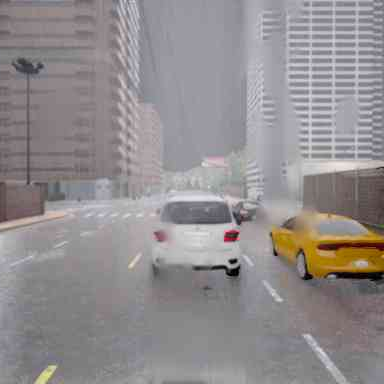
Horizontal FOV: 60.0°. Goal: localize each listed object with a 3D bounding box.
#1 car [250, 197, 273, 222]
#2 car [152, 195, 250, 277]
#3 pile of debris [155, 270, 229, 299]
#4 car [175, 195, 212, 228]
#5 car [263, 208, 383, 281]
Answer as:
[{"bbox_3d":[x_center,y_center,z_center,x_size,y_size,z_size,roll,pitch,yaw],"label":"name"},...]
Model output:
[{"bbox_3d":[3.580,1.279,21.097,1.812,1.442,4.674,0,1,0],"label":"car"},{"bbox_3d":[0.096,1.105,9.954,2.150,2.045,5.566,0,1,0],"label":"car"},{"bbox_3d":[-0.006,2.085,7.648,1.500,0.140,1.860,0,1,0],"label":"pile of debris"},{"bbox_3d":[0.086,1.106,21.001,2.097,1.767,4.553,0,1,0],"label":"car"},{"bbox_3d":[3.598,1.365,9.544,1.882,1.535,5.008,0,0,0],"label":"car"}]
